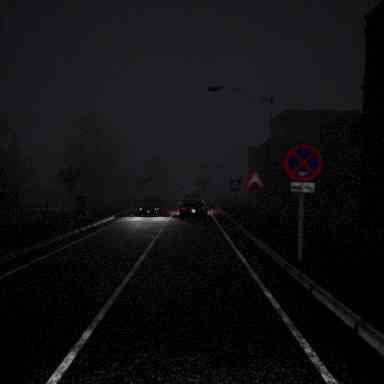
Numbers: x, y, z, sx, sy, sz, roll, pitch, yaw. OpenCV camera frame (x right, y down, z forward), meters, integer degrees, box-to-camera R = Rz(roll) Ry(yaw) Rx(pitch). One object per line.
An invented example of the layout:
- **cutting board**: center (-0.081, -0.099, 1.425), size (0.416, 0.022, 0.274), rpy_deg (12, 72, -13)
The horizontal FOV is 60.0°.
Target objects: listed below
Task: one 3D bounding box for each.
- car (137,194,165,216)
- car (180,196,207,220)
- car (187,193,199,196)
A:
- **car**: center (-3.339, 1.040, 27.723), size (1.837, 1.490, 4.892), rpy_deg (0, 5, 0)
- **car**: center (0.099, 1.237, 24.949), size (1.994, 1.385, 4.181), rpy_deg (0, 1, 0)
- **car**: center (0.101, 0.864, 40.934), size (2.033, 1.411, 5.357), rpy_deg (0, 1, 0)
